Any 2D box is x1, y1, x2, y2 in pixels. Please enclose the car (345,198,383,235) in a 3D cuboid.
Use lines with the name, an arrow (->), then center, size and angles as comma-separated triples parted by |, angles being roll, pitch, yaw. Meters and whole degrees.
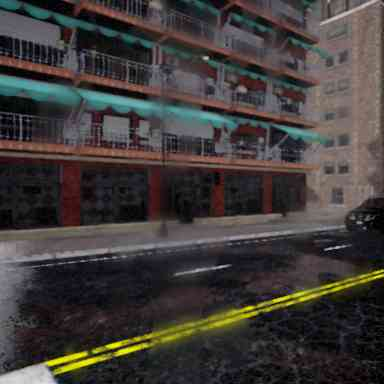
car -> 11.639, 1.395, 20.410 | 5.566, 2.045, 2.150 | 0, 0, -37
